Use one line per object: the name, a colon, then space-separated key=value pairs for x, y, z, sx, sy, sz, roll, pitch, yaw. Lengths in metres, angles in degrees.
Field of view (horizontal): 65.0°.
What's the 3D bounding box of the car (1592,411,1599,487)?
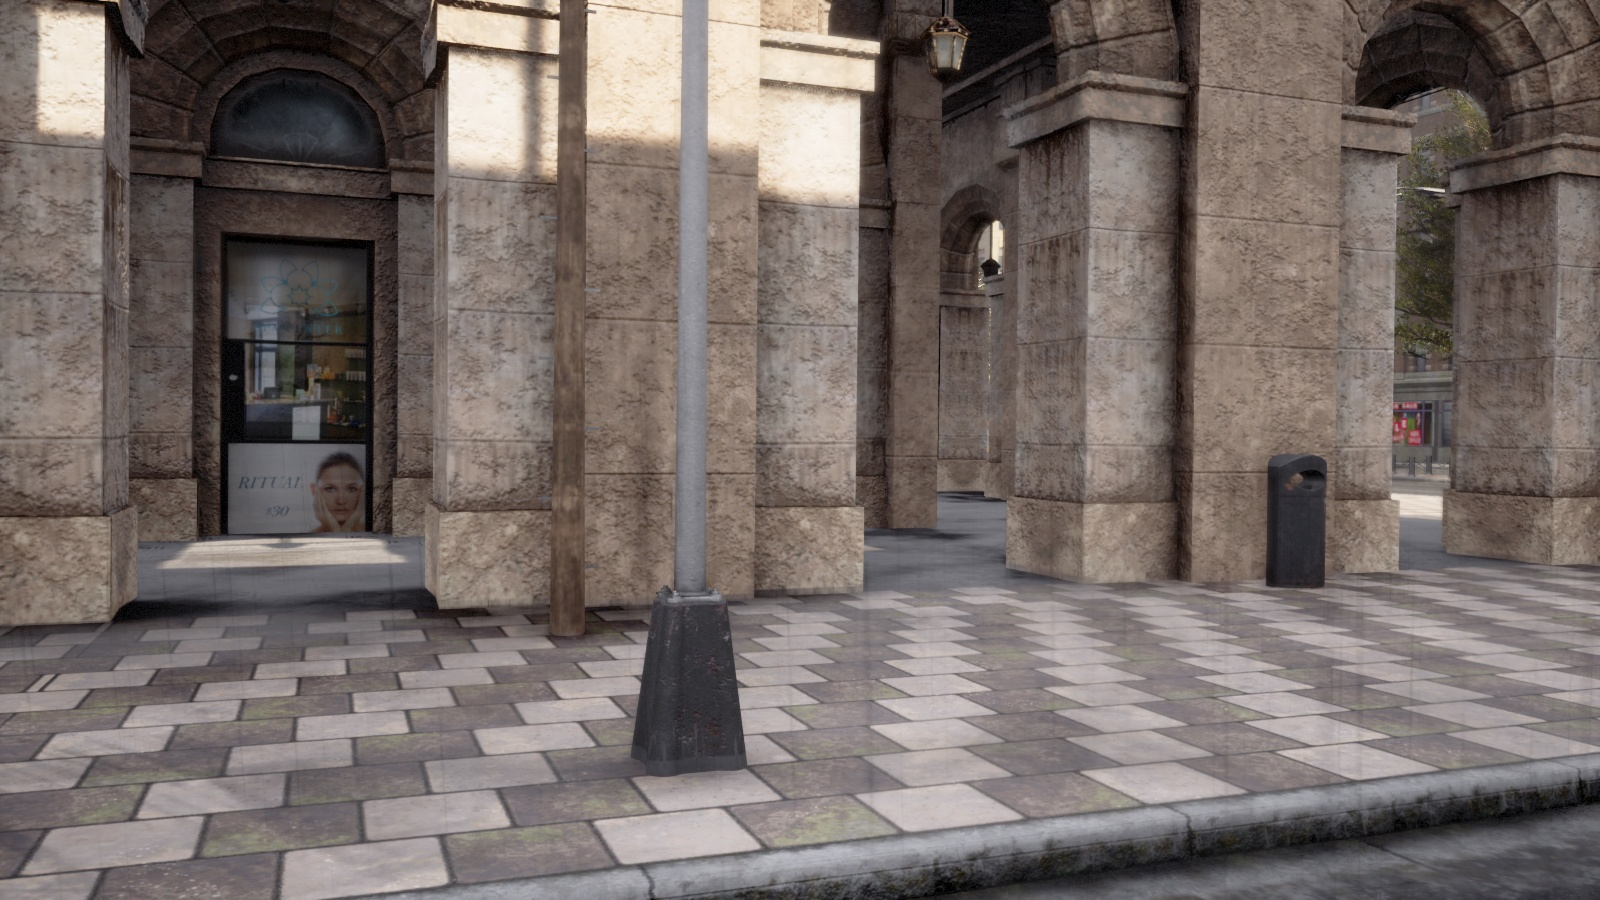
car: x=20.346 y=-0.013 z=27.671 sx=2.097 sy=1.767 sz=4.553 roll=-1 pitch=1 yaw=-20
